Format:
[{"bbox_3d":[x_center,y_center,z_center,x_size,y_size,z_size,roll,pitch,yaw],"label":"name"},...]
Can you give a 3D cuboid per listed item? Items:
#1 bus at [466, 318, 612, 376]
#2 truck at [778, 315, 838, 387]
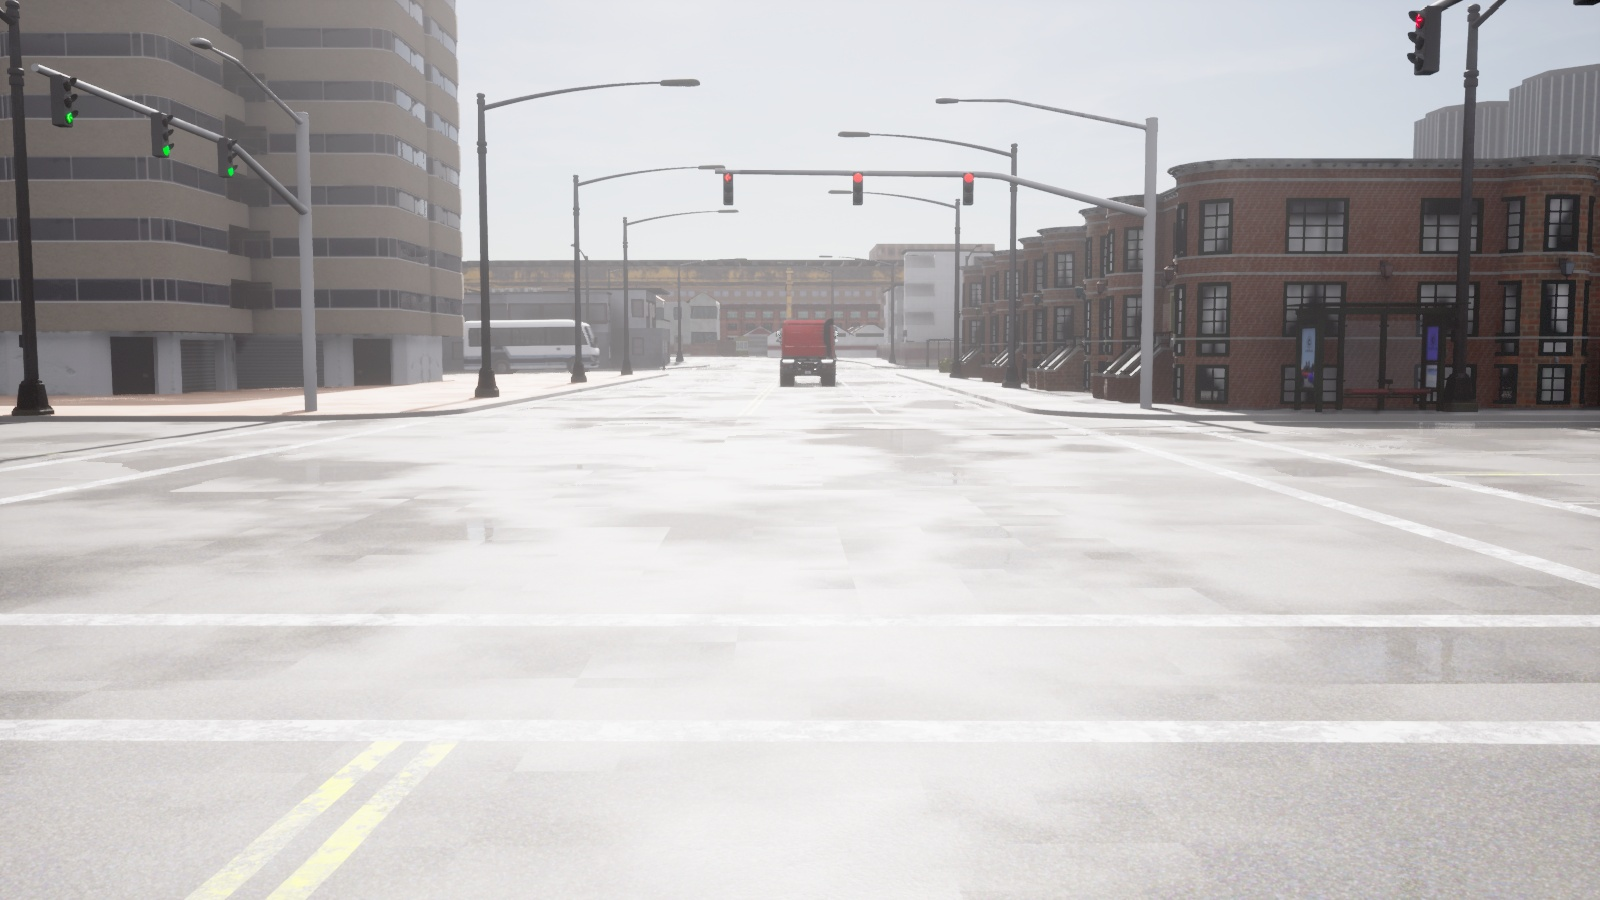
[{"bbox_3d":[-19.956,-7.909,96.643,10.273,4.253,3.944,-1,5,-1],"label":"bus"},{"bbox_3d":[0.404,-5.131,65.117,2.891,3.462,7.936,0,5,0],"label":"truck"}]
